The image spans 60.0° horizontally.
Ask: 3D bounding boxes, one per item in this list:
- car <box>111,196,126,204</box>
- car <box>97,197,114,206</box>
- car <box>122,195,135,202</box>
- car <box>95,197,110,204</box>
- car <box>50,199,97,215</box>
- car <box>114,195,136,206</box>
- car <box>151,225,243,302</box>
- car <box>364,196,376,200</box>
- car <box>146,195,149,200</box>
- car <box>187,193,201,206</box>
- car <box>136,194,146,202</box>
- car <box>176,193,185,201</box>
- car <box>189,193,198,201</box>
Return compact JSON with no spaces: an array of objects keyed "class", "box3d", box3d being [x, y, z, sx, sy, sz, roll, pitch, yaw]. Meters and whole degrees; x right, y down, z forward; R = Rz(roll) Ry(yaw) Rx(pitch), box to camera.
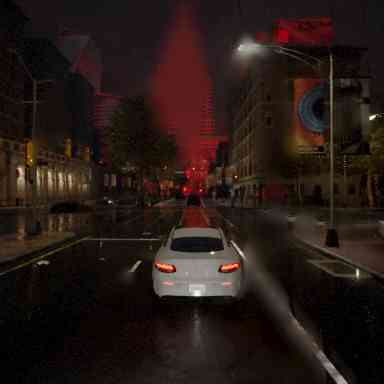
[{"class":"car","box3d":[-14.699,1.505,66.358,1.837,1.490,4.892,0,0,1]},{"class":"car","box3d":[-14.812,1.547,56.819,2.033,1.411,5.357,0,0,0]},{"class":"car","box3d":[-14.633,1.478,76.772,1.882,1.535,5.008,0,0,0]},{"class":"car","box3d":[-17.930,1.595,66.904,1.895,1.301,4.718,0,0,0]},{"class":"car","box3d":[-12.270,1.564,33.958,4.181,1.385,1.994,0,0,-23]},{"class":"car","box3d":[-11.313,1.478,56.753,1.882,1.535,5.008,0,0,0]},{"class":"car","box3d":[0.115,1.526,8.149,1.812,1.442,4.674,0,0,1]},{"class":"car","box3d":[34.771,1.481,68.044,2.231,1.521,4.892,0,0,0]},{"class":"car","box3d":[-11.132,1.355,76.787,2.097,1.767,4.553,0,0,0]},{"class":"car","box3d":[0.321,1.352,54.305,2.097,1.767,4.553,0,0,1]},{"class":"car","box3d":[-11.201,1.547,66.567,2.033,1.411,5.357,0,0,1]},{"class":"car","box3d":[-3.085,1.218,86.476,2.150,2.045,5.566,0,0,0]},{"class":"car","box3d":[0.394,1.225,82.157,2.150,2.045,5.566,0,0,0]}]
